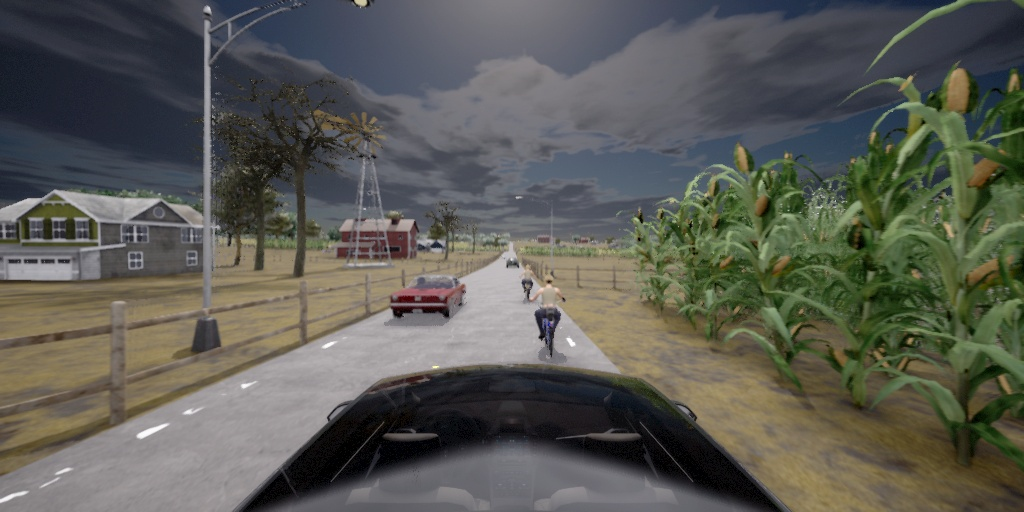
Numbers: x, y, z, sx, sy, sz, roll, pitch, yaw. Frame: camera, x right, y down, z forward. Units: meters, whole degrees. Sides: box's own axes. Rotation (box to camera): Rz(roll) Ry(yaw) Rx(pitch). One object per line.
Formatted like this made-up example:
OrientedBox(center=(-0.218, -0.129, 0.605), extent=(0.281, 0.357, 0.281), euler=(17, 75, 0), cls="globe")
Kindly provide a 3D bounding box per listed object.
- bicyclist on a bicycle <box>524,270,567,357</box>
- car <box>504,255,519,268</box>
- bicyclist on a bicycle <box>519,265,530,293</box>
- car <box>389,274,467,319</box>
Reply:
OrientedBox(center=(0.769, 1.194, 7.637), extent=(0.866, 1.612, 1.509), euler=(0, 0, 0), cls="bicyclist on a bicycle")
OrientedBox(center=(0.103, 1.053, 60.593), extent=(2.097, 1.767, 4.553), euler=(0, 0, 0), cls="car")
OrientedBox(center=(0.735, 1.203, 16.725), extent=(0.866, 1.612, 1.509), euler=(0, 0, 1), cls="bicyclist on a bicycle")
OrientedBox(center=(-2.850, 1.364, 13.063), extent=(1.895, 1.301, 4.718), euler=(0, 0, 0), cls="car")
